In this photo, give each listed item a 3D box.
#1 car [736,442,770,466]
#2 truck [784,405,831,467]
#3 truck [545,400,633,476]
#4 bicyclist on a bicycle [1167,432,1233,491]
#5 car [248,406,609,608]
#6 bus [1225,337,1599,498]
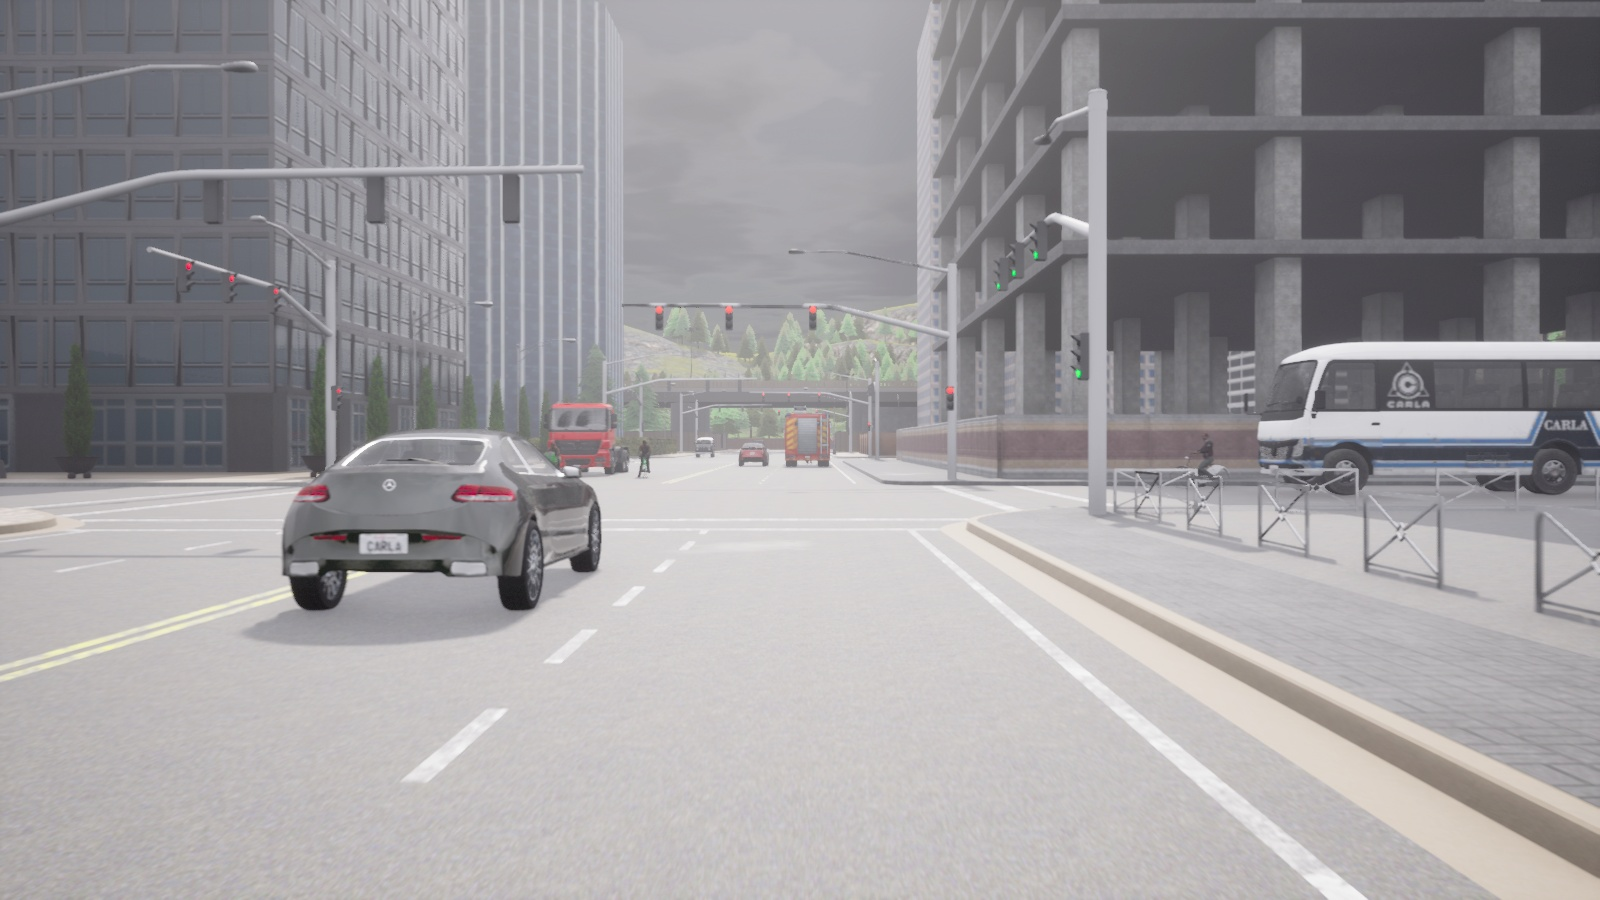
[{"bbox_3d":[-3.019,0.229,81.972,2.007,1.525,4.514,0,0,0],"label":"car"},{"bbox_3d":[0.484,-0.882,82.182,2.891,3.827,8.468,0,0,0],"label":"truck"},{"bbox_3d":[-10.141,-0.589,61.147,2.891,3.462,7.936,0,0,0],"label":"truck"},{"bbox_3d":[12.349,0.353,38.792,1.843,1.776,0.659,0,0,0],"label":"bicyclist on a bicycle"},{"bbox_3d":[-3.412,0.451,12.751,2.152,1.651,5.027,0,0,0],"label":"car"},{"bbox_3d":[17.755,-0.870,35.273,10.273,4.253,3.944,0,0,0],"label":"bus"}]
